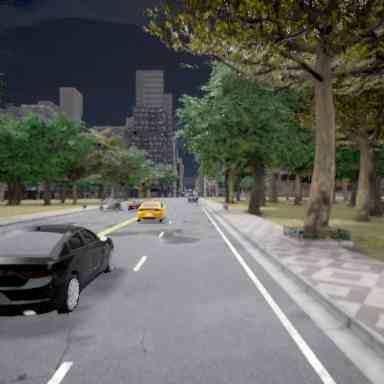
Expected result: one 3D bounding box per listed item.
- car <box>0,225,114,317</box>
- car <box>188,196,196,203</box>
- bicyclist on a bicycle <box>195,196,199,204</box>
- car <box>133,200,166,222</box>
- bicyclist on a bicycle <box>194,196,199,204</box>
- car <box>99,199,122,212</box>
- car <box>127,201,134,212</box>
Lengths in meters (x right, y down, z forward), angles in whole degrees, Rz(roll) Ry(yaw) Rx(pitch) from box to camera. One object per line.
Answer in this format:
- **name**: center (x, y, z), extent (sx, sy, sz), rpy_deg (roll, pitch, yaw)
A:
- **car**: center (-3.152, 1.482, 7.646), extent (1.882, 1.535, 5.008), rpy_deg (0, 0, 0)
- **car**: center (-0.025, 1.775, 80.290), extent (1.882, 1.535, 5.008), rpy_deg (0, 0, 0)
- **bicyclist on a bicycle**: center (0.876, 1.531, 57.839), extent (0.659, 1.776, 1.843), rpy_deg (0, 0, 0)
- **car**: center (-3.158, 1.514, 26.785), extent (1.882, 1.535, 5.008), rpy_deg (0, 0, 0)
- **bicyclist on a bicycle**: center (0.871, 1.655, 67.104), extent (0.866, 1.612, 1.509), rpy_deg (0, 0, 0)
- **car**: center (-9.848, 1.568, 40.405), extent (2.128, 1.511, 4.902), rpy_deg (0, 0, 0)
- **car**: center (-6.600, 1.678, 40.664), extent (1.895, 1.301, 4.718), rpy_deg (0, 0, 0)
